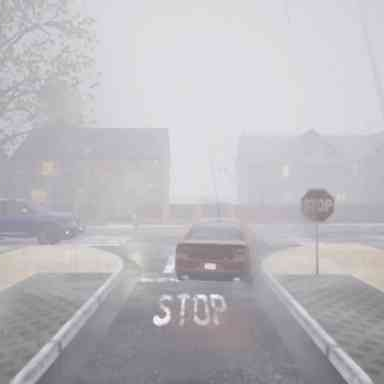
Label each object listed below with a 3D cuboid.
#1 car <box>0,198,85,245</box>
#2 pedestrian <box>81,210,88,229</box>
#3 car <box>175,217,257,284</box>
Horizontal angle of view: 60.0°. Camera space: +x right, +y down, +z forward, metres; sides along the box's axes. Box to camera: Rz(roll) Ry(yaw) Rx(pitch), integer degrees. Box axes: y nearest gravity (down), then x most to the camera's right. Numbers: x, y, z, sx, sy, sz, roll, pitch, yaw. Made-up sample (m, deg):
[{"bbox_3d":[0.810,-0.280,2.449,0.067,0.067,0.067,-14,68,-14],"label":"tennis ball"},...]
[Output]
[{"bbox_3d":[-7.773,1.301,14.990,5.566,2.045,2.150,0,-1,1],"label":"car"},{"bbox_3d":[-6.723,1.360,20.837,0.375,1.860,0.375,0,-1,1],"label":"pedestrian"},{"bbox_3d":[0.866,1.476,9.767,1.882,1.535,5.008,0,0,11],"label":"car"}]
